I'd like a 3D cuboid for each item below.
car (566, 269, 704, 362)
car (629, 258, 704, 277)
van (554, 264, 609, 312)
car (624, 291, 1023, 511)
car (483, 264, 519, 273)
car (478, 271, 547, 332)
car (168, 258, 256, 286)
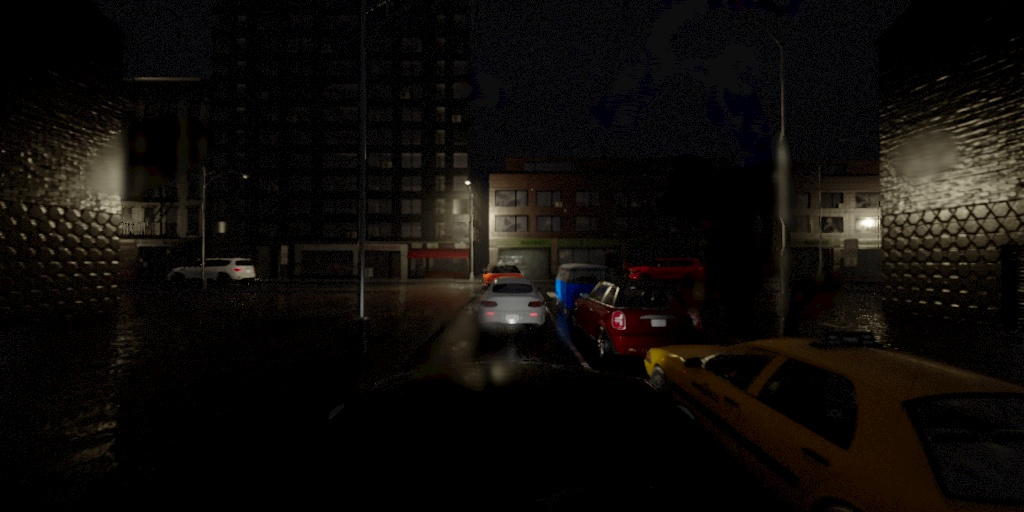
[{"bbox_3d":[2.638,1.252,8.389,1.967,1.591,4.097,0,0,0],"label":"car"},{"bbox_3d":[11.549,1.197,27.269,5.566,2.045,2.150,0,-1,0],"label":"car"},{"bbox_3d":[2.638,1.205,13.863,1.690,1.789,3.998,0,0,0],"label":"van"},{"bbox_3d":[2.638,1.287,3.085,1.751,1.417,4.829,0,0,0],"label":"car"},{"bbox_3d":[-0.606,1.267,21.395,2.097,1.767,4.553,0,0,-10],"label":"car"},{"bbox_3d":[0.017,1.364,11.062,1.812,1.442,4.674,0,-1,0],"label":"car"},{"bbox_3d":[-22.750,1.188,27.329,5.566,2.045,2.150,0,-1,0],"label":"car"}]
